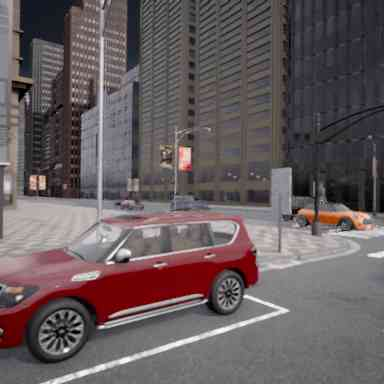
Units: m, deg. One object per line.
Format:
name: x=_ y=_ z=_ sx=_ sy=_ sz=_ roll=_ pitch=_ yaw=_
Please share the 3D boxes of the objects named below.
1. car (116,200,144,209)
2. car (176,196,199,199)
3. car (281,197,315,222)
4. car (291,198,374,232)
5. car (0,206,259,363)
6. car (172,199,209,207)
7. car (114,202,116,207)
car: x=-8.262 y=1.779 z=45.630 sx=1.812 sy=1.442 sz=4.674 roll=1 pitch=-1 yaw=-36
car: x=-0.273 y=1.482 z=40.052 sx=2.150 sy=2.045 sz=5.566 roll=1 pitch=-1 yaw=-36
car: x=9.509 y=1.415 z=26.447 sx=2.150 sy=2.045 sz=5.566 roll=1 pitch=-1 yaw=-36
car: x=9.119 y=1.486 z=21.400 sx=2.097 sy=1.767 sz=4.553 roll=1 pitch=-1 yaw=-36
car: x=-0.956 y=1.333 z=6.082 sx=5.009 sy=1.841 sz=2.192 roll=0 pitch=0 yaw=-36
car: x=-0.093 y=1.743 z=34.216 sx=2.033 sy=1.411 sz=5.357 roll=1 pitch=-1 yaw=-36
car: x=-11.358 y=1.985 z=55.639 sx=1.895 sy=1.301 sz=4.718 roll=1 pitch=-1 yaw=-36
